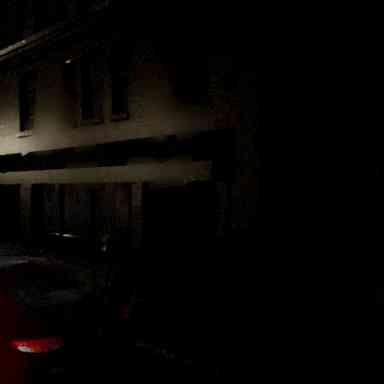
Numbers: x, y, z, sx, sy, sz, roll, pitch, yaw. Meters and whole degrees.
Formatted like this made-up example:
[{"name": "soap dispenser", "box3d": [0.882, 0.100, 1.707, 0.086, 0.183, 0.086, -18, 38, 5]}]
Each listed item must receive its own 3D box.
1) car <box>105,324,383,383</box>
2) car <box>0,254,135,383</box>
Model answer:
[{"name": "car", "box3d": [1.888, 1.545, 1.467, 4.403, 1.369, 2.008, 0, 0, 35]}, {"name": "car", "box3d": [-2.620, 1.548, 4.650, 4.206, 1.307, 1.802, 0, 0, 35]}]
